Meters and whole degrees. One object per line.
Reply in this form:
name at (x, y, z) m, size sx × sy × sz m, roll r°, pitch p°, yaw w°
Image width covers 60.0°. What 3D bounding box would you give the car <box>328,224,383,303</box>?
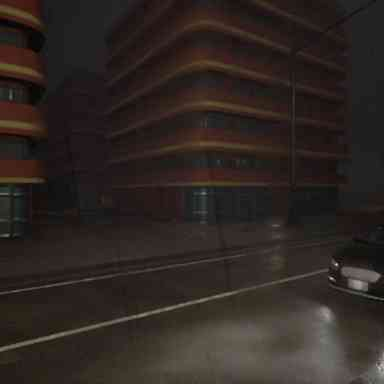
car at (5.079, 1.453, 7.606) m, size 4.902 × 1.511 × 2.128 m, roll 0°, pitch 0°, yaw -35°
